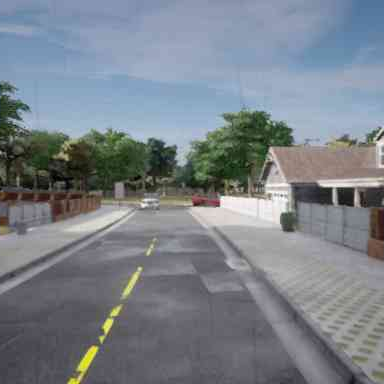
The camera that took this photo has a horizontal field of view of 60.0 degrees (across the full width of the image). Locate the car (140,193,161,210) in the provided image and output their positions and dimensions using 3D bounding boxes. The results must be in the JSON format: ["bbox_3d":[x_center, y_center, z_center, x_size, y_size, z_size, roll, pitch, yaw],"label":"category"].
[{"bbox_3d":[-5.091,1.170,40.963,2.150,2.045,5.566,0,0,-6],"label":"car"}]

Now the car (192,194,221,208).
[{"bbox_3d":[2.832,1.360,48.477,5.566,2.045,2.150,1,1,-7],"label":"car"}]

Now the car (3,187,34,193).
[{"bbox_3d":[-22.760,0.545,45.104,5.566,2.045,2.150,4,0,-8],"label":"car"}]
